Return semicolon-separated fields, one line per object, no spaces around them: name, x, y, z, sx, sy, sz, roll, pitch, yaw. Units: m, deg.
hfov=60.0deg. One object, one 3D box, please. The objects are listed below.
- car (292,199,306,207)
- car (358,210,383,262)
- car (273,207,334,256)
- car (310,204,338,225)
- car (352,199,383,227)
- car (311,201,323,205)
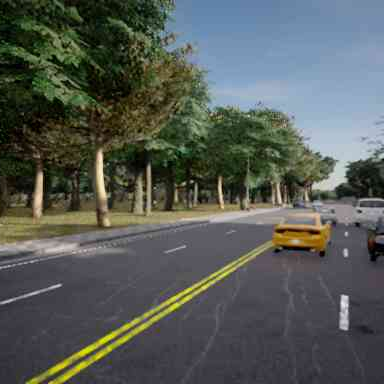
car;20.113;2.191;62.545;2.097;1.767;4.553;0;-1;25
car;7.434;1.631;12.187;2.128;1.511;4.902;0;-1;25
car;4.803;1.641;14.217;1.882;1.535;5.008;0;0;26
car;10.715;1.918;26.924;1.895;1.301;4.718;0;-1;25
car;13.363;1.515;24.937;2.150;2.045;5.566;0;-1;25
car;23.066;2.345;61.188;1.812;1.442;4.674;0;-1;26
